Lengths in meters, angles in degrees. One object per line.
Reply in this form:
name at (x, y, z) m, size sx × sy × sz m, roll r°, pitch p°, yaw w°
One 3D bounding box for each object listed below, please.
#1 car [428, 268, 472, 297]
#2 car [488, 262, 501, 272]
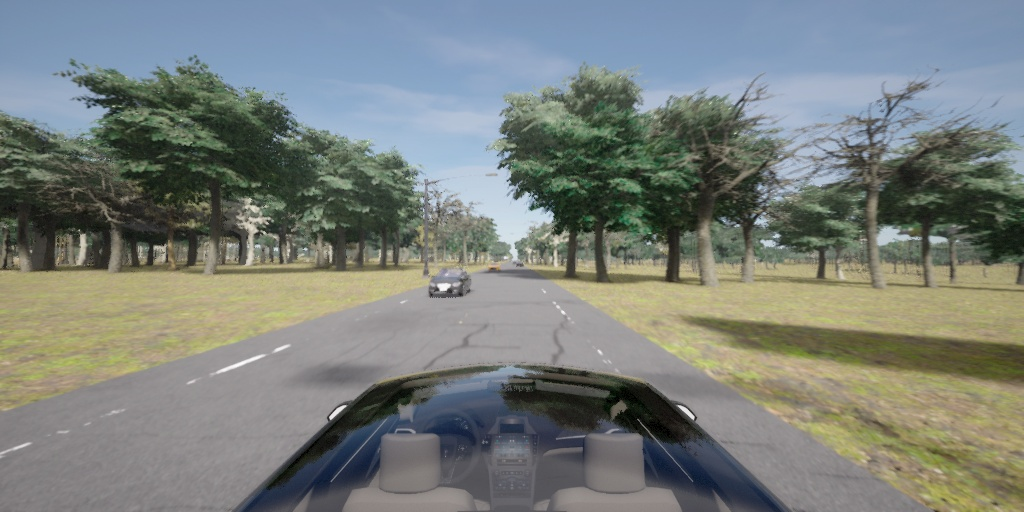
car at (-3.392, 1.422, 20.311) m, size 2.128 × 1.511 × 4.902 m, roll 0°, pitch -1°, yaw 1°
car at (-2.957, 1.827, 60.317) m, size 1.882 × 1.535 × 5.008 m, roll 0°, pitch -1°, yaw 1°
